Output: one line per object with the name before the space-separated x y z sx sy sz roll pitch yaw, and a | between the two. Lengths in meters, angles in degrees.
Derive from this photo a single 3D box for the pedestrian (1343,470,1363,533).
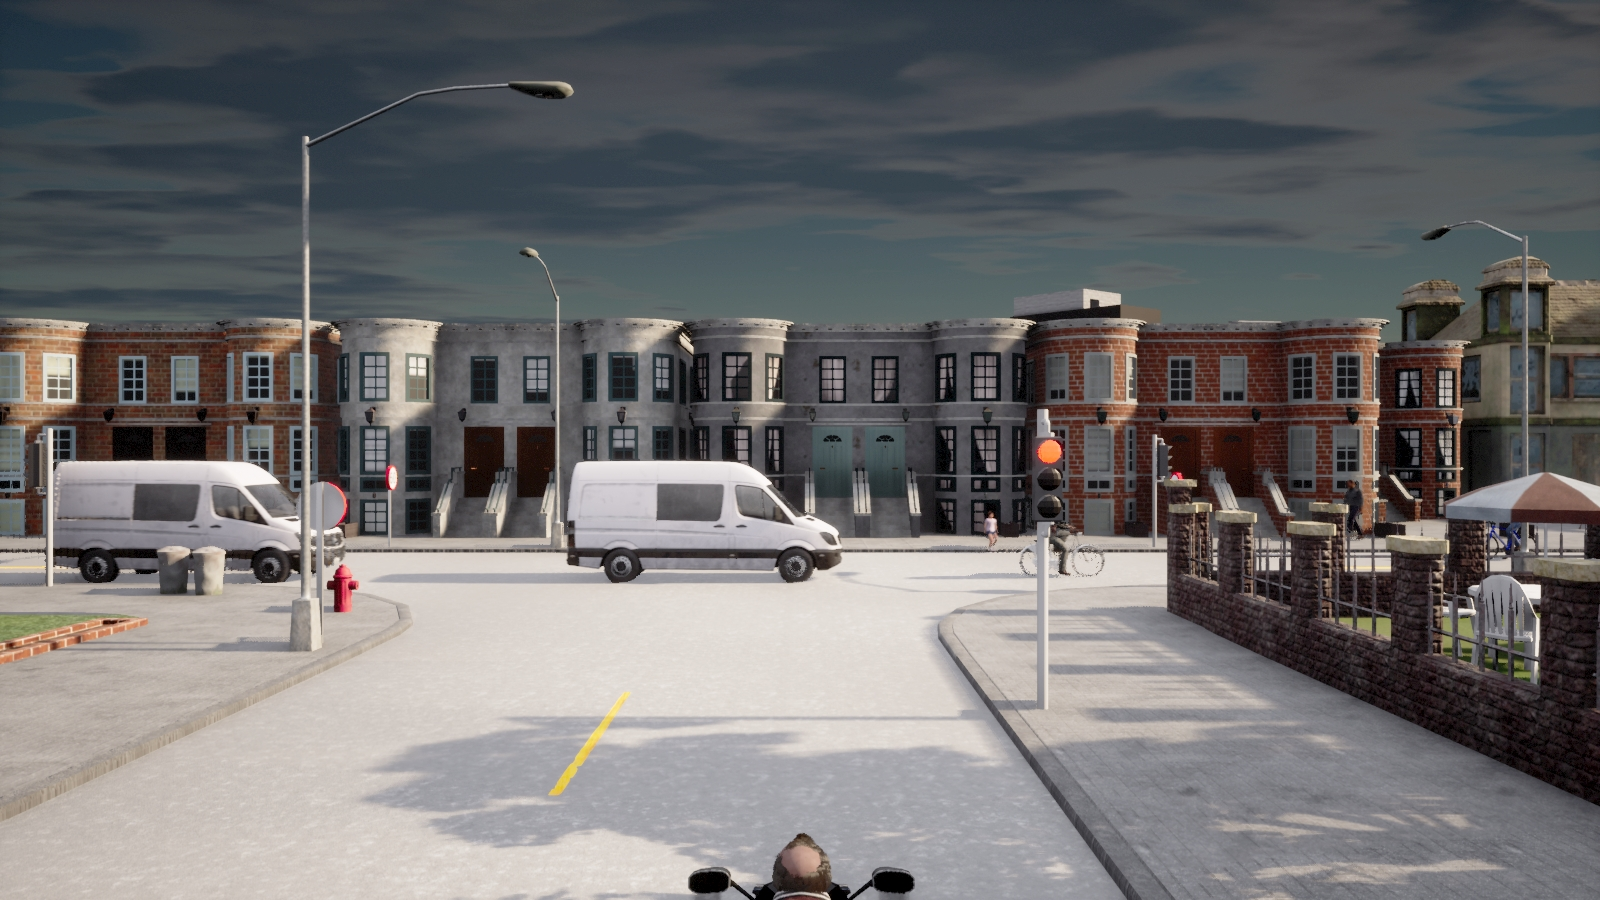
pedestrian | 16.336 1.512 33.746 0.375 1.860 0.375 0 0 -8

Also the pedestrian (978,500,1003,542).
pedestrian | 5.161 1.920 30.920 0.500 1.100 0.500 0 0 -15

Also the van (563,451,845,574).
van | -2.012 1.305 24.917 5.915 2.561 1.988 0 0 0

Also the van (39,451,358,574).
van | -12.955 1.304 24.837 5.915 2.561 1.988 0 0 1
